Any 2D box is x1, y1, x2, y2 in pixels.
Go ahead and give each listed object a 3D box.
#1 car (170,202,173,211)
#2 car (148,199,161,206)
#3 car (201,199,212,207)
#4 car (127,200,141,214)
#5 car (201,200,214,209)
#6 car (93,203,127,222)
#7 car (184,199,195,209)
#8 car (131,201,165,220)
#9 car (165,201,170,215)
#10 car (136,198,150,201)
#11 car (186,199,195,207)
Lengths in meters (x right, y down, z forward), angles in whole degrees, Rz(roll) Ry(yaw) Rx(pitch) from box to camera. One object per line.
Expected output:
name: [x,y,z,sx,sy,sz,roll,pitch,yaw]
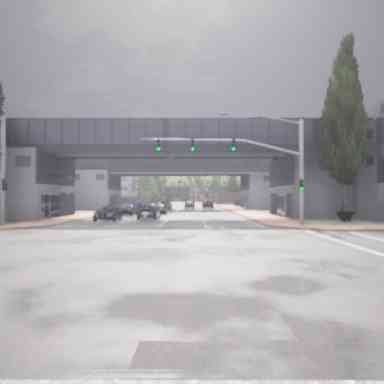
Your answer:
car: [-4.110,2.198,52.263,1.837,1.490,4.892,0,-1,1]
car: [-7.432,2.087,66.130,1.895,1.301,4.718,0,-1,0]
car: [3.106,2.388,71.841,2.128,1.511,4.902,0,-1,0]
car: [-7.702,2.081,40.146,2.033,1.411,5.357,0,-1,0]
car: [3.044,2.333,62.452,1.837,1.490,4.892,0,-1,0]
car: [-7.759,1.975,30.945,1.994,1.385,4.181,0,-1,1]
car: [-0.458,2.373,62.248,2.033,1.411,5.357,0,-1,0]
car: [-4.234,1.930,32.975,2.128,1.511,4.902,0,-1,2]
car: [-4.187,2.120,41.884,1.994,1.385,4.181,0,-1,0]
car: [-7.612,1.899,51.064,2.150,2.045,5.566,0,-1,0]
car: [-0.393,2.351,71.937,1.882,1.535,5.008,0,-1,0]
